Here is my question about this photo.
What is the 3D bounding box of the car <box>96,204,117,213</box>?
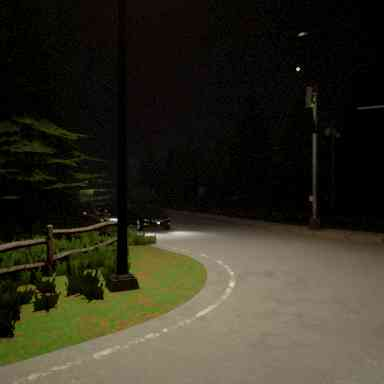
[{"bbox_3d":[-7.047,1.537,29.766,1.994,1.385,4.181,0,0,-24],"label":"car"}]

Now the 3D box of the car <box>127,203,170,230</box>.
[{"bbox_3d":[-2.892,1.478,20.722,1.837,1.490,4.892,0,0,-25],"label":"car"}]

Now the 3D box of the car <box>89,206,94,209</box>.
[{"bbox_3d":[-11.224,1.499,39.098,1.812,1.442,4.674,0,0,-24],"label":"car"}]
